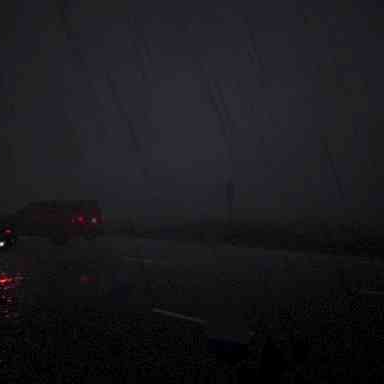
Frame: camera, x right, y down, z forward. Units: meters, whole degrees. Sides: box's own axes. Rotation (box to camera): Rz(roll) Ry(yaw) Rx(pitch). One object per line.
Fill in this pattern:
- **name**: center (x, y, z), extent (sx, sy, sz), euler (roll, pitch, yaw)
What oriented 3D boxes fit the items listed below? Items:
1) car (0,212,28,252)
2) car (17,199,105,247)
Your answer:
- **car**: center (-9.157, 1.654, 13.244), extent (4.892, 1.490, 1.837), euler (0, 0, 25)
- **car**: center (-6.800, 1.367, 16.016), extent (5.566, 2.045, 2.150), euler (0, 0, 25)
